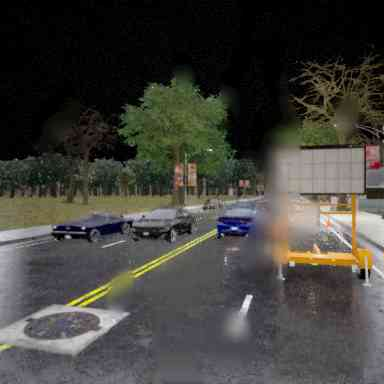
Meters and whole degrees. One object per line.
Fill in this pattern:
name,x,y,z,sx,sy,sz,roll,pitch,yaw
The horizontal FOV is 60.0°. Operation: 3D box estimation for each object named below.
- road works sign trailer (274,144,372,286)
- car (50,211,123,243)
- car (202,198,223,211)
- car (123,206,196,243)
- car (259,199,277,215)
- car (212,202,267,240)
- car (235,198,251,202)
road works sign trailer,3.650,0.470,9.604,2.380,3.560,2.880,0,0,16
car,-4.660,1.607,16.260,1.895,1.301,4.718,0,0,16
car,2.602,1.552,40.961,1.837,1.490,4.892,0,0,16
car,-1.234,1.486,16.395,1.882,1.535,5.008,0,0,16
car,7.742,1.542,34.687,1.837,1.490,4.892,0,-1,16
car,2.609,1.488,17.234,1.882,1.535,5.008,0,0,16
car,6.748,1.583,43.541,1.812,1.442,4.674,0,0,16
